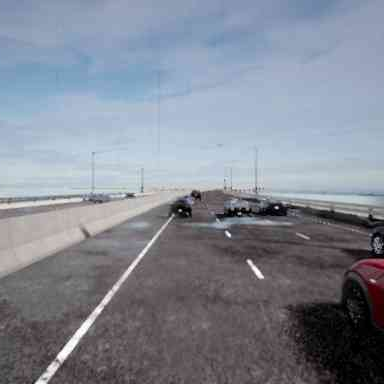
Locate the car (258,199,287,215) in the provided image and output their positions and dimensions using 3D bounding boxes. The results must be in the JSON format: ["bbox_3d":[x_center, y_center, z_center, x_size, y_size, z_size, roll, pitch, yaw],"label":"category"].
[{"bbox_3d":[7.291,1.298,30.504,1.994,1.385,4.181,0,1,1],"label":"car"}]

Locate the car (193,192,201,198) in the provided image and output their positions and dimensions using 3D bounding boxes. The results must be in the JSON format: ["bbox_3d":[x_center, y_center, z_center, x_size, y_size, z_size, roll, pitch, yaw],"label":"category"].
[{"bbox_3d":[1.175,0.729,79.339,1.812,1.442,4.674,0,1,2],"label":"car"}]

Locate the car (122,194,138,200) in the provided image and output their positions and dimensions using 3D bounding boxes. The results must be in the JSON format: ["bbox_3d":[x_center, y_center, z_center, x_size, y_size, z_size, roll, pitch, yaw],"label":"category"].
[{"bbox_3d":[-9.996,1.042,53.968,1.812,1.442,4.674,0,1,2],"label":"car"}]

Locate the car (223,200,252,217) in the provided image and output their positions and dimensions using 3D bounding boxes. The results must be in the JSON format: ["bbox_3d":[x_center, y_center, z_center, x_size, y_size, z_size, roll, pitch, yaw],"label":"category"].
[{"bbox_3d":[3.764,1.354,28.274,1.895,1.301,4.718,0,1,1],"label":"car"}]

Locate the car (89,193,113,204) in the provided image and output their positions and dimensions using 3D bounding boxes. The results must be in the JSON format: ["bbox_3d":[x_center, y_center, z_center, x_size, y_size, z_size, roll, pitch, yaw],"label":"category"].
[{"bbox_3d":[-13.568,1.091,51.027,2.033,1.411,5.357,0,1,2],"label":"car"}]

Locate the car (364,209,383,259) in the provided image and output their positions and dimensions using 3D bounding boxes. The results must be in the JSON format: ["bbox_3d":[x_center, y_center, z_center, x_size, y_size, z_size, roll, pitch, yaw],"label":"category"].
[{"bbox_3d":[7.126,1.396,9.458,1.882,1.535,5.008,0,1,0],"label":"car"}]

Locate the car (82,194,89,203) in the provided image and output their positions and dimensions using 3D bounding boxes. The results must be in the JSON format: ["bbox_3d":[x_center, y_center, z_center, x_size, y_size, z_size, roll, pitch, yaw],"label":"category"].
[{"bbox_3d":[-16.943,0.986,56.200,2.128,1.511,4.902,0,1,2],"label":"car"}]

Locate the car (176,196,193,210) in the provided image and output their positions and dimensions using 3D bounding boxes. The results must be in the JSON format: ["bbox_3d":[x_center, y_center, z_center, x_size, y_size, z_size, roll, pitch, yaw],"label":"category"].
[{"bbox_3d":[-0.768,1.191,38.016,1.812,1.442,4.674,0,1,1],"label":"car"}]

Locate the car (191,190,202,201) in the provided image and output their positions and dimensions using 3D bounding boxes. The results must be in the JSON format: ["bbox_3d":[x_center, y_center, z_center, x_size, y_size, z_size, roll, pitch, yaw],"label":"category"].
[{"bbox_3d":[0.734,0.655,62.726,2.150,2.045,5.566,0,1,1],"label":"car"}]

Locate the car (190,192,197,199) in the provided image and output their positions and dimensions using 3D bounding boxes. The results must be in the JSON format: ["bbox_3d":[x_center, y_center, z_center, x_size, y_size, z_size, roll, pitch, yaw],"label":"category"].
[{"bbox_3d":[-0.677,1.088,44.005,1.882,1.535,5.008,0,1,1],"label":"car"}]

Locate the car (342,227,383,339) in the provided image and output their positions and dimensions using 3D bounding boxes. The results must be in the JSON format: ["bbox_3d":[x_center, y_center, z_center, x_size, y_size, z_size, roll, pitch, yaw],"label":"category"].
[{"bbox_3d":[3.611,1.318,3.859,2.097,1.767,4.553,0,0,0],"label":"car"}]

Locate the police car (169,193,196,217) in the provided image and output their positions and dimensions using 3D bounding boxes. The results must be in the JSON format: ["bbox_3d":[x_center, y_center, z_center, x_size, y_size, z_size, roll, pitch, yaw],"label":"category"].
[{"bbox_3d":[-0.892,1.180,28.141,1.930,1.638,5.238,0,1,1],"label":"police car"}]
